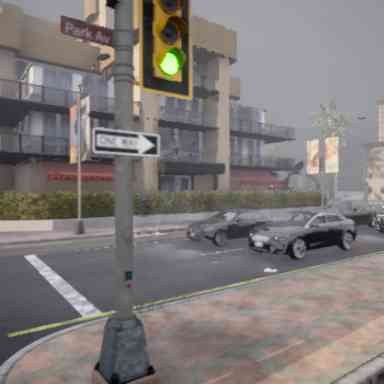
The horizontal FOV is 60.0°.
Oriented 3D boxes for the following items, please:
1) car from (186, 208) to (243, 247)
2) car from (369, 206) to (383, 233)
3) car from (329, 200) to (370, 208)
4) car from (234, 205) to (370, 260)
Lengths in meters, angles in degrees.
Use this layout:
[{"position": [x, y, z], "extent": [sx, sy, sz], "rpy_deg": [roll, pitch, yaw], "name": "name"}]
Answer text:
[{"position": [1.936, 1.494, 15.104], "extent": [4.674, 1.442, 1.812], "rpy_deg": [0, 0, -35], "name": "car"}, {"position": [11.853, 1.442, 17.886], "extent": [4.892, 1.490, 1.837], "rpy_deg": [0, 0, -35], "name": "car"}, {"position": [9.272, 1.292, 20.344], "extent": [4.553, 1.767, 2.097], "rpy_deg": [0, 0, -35], "name": "car"}, {"position": [4.221, 1.459, 12.438], "extent": [4.902, 1.511, 2.128], "rpy_deg": [0, 0, -35], "name": "car"}]
